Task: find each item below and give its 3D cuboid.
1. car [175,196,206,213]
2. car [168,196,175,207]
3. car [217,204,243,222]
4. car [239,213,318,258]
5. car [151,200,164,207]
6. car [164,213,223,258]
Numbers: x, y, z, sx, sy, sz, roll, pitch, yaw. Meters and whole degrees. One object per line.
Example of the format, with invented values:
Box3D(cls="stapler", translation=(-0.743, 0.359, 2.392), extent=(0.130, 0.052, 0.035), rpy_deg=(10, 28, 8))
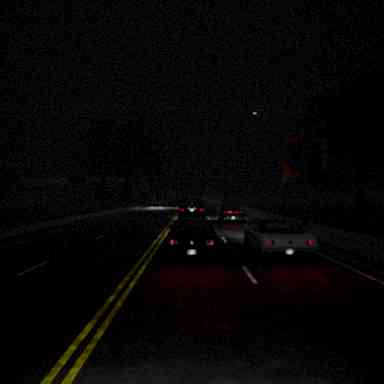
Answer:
Box3D(cls="car", translation=(-0.004, 1.473, 27.576), extent=(2.150, 2.045, 5.566), rpy_deg=(0, 0, 0))
Box3D(cls="car", translation=(-3.309, 1.774, 63.263), extent=(2.150, 2.045, 5.566), rpy_deg=(0, 0, 1))
Box3D(cls="car", translation=(3.257, 1.764, 28.505), extent=(1.837, 1.490, 4.892), rpy_deg=(0, 0, 0))
Box3D(cls="car", translation=(3.261, 1.722, 13.253), extent=(1.895, 1.301, 4.718), rpy_deg=(0, 0, 0))
Box3D(cls="car", translation=(-6.555, 2.153, 63.276), extent=(1.895, 1.301, 4.718), rpy_deg=(0, 0, 1))
Box3D(cls="car", translation=(0.011, 1.722, 13.252), extent=(1.895, 1.301, 4.718), rpy_deg=(0, 0, 0))
